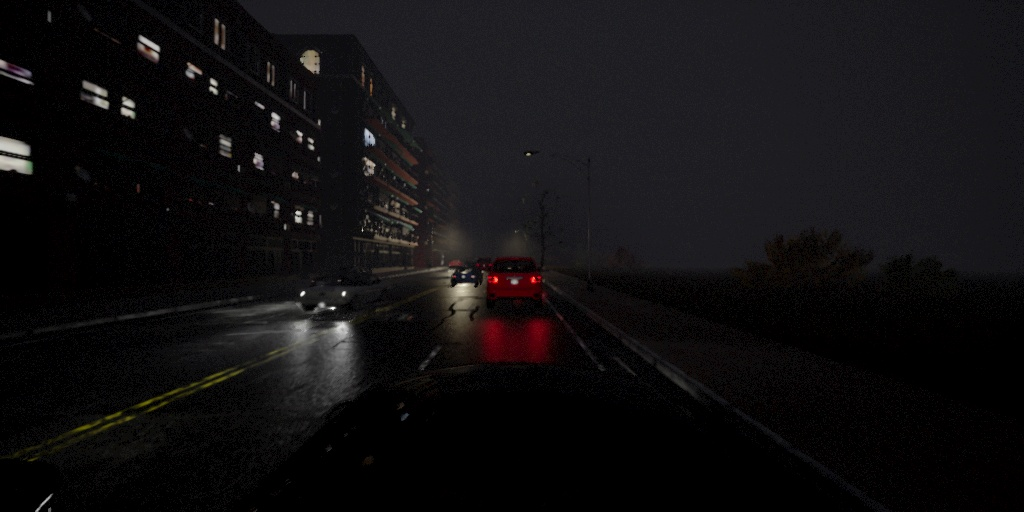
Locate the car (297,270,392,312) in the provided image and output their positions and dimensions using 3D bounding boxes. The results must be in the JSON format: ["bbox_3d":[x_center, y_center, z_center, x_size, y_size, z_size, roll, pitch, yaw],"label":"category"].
[{"bbox_3d":[-6.609,1.411,14.689,1.895,1.301,4.718,0,0,0],"label":"car"}]

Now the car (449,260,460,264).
[{"bbox_3d":[-9.827,1.503,62.802,1.882,1.535,5.008,0,0,1],"label":"car"}]

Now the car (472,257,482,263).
[{"bbox_3d":[-3.176,1.164,43.555,2.150,2.045,5.566,0,0,0],"label":"car"}]

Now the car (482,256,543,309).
[{"bbox_3d":[0.091,1.036,15.541,2.150,2.045,5.566,0,0,0],"label":"car"}]

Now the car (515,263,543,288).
[{"bbox_3d":[1.122,1.318,25.949,1.801,1.575,5.366,0,0,0],"label":"car"}]

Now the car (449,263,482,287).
[{"bbox_3d":[-3.164,1.409,25.863,2.033,1.411,5.357,0,0,0],"label":"car"}]

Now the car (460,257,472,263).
[{"bbox_3d":[-6.602,1.228,58.267,2.150,2.045,5.566,0,0,0],"label":"car"}]

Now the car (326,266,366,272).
[{"bbox_3d":[-9.864,1.331,21.081,2.128,1.511,4.902,0,0,0],"label":"car"}]
